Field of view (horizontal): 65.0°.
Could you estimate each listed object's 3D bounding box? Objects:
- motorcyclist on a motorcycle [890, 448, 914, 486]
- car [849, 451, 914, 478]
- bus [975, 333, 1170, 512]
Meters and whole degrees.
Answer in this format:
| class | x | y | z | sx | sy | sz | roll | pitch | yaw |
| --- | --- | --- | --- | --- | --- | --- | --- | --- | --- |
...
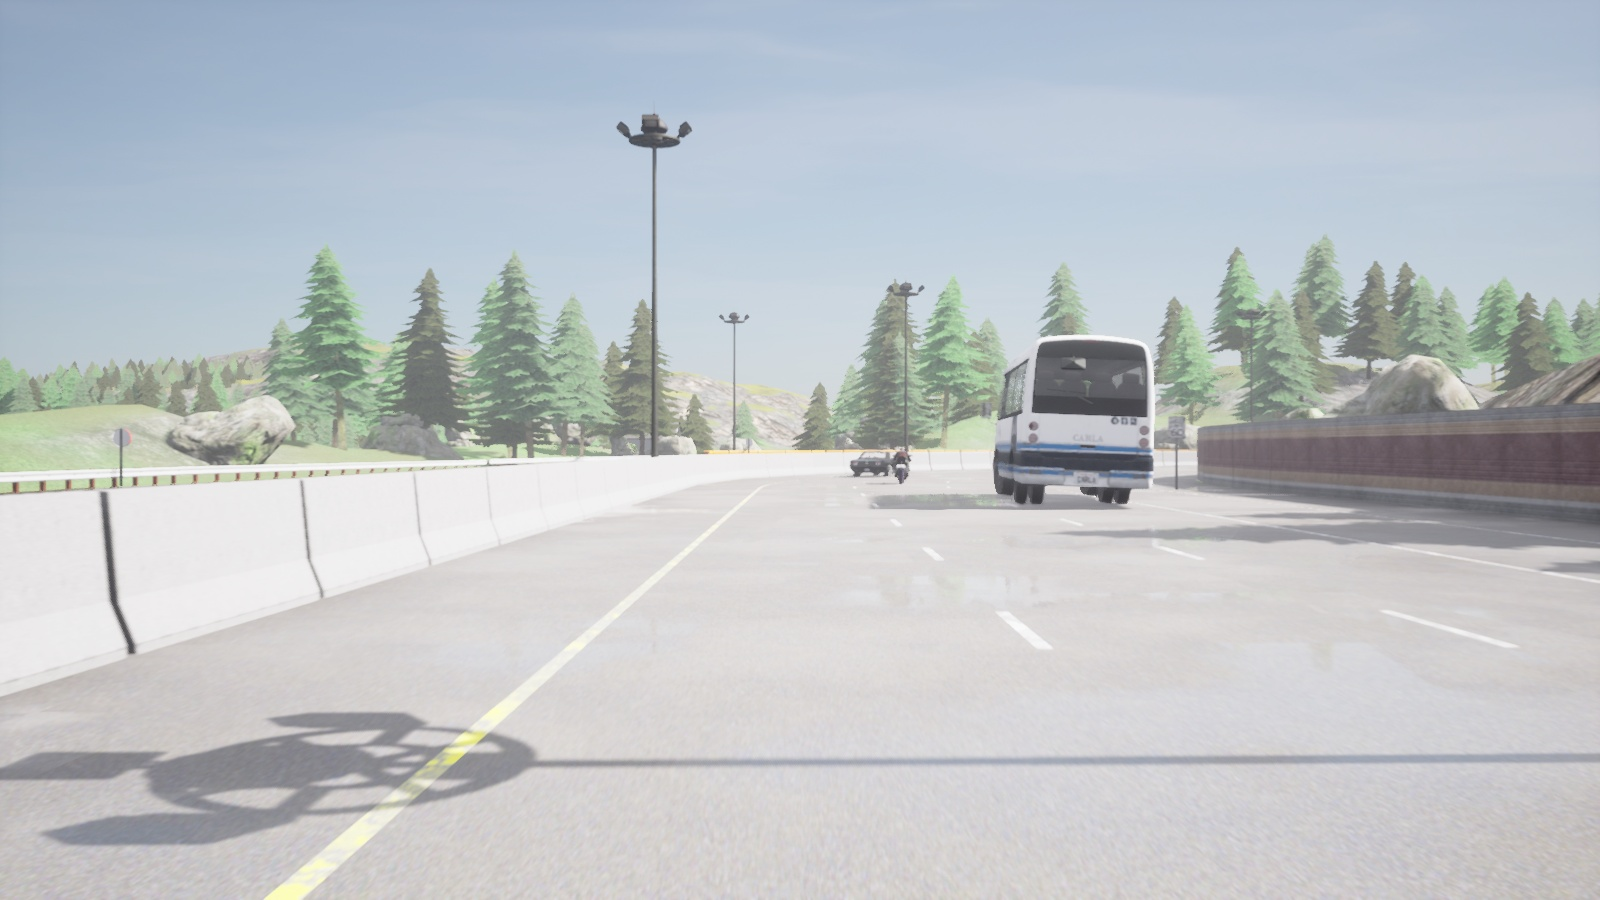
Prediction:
| class | x | y | z | sx | sy | sz | roll | pitch | yaw |
| --- | --- | --- | --- | --- | --- | --- | --- | --- | --- |
| motorcyclist on a motorcycle | 4.235 | 0.685 | 51.907 | 0.866 | 1.530 | 2.191 | 1 | 0 | 7 |
| car | 4.251 | 0.725 | 64.624 | 1.895 | 1.301 | 4.718 | 0 | 0 | 23 |
| bus | 7.423 | -0.693 | 36.084 | 3.944 | 4.253 | 10.273 | 2 | 0 | 4 |
